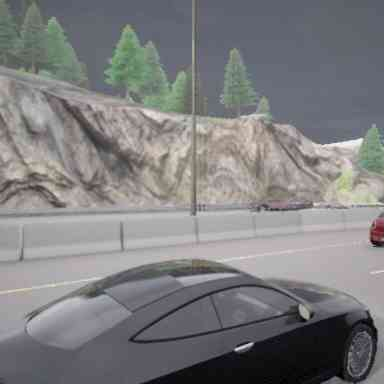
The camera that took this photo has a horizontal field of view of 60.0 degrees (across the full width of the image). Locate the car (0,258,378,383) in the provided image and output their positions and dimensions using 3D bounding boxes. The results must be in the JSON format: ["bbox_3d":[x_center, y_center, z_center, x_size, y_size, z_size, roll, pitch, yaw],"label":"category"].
[{"bbox_3d":[0.187,1.517,3.754,4.674,1.442,1.812,0,0,-34],"label":"car"}]

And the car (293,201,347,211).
[{"bbox_3d":[10.628,1.564,26.274,4.718,1.301,1.895,0,0,-26],"label":"car"}]

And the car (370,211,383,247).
[{"bbox_3d":[9.394,1.339,13.517,4.553,1.767,2.097,0,0,-29],"label":"car"}]

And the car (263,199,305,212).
[{"bbox_3d":[8.974,1.554,29.350,4.718,1.301,1.895,0,0,-26],"label":"car"}]

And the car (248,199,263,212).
[{"bbox_3d":[8.464,1.442,36.846,4.892,1.490,1.837,0,0,-25],"label":"car"}]

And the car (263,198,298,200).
[{"bbox_3d":[10.081,1.424,33.739,5.008,1.535,1.882,0,0,-25],"label":"car"}]
